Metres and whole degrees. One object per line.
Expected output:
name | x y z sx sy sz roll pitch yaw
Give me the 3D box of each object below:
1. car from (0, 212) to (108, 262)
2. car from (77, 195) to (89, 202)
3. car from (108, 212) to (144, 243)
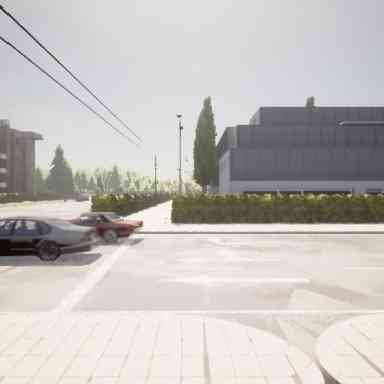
car | -5.913 1.547 11.457 5.357 1.411 2.033 0 0 -1
car | -24.689 1.525 75.412 2.128 1.511 4.902 0 0 -2
car | -4.760 1.601 15.558 4.718 1.301 1.895 0 0 8
